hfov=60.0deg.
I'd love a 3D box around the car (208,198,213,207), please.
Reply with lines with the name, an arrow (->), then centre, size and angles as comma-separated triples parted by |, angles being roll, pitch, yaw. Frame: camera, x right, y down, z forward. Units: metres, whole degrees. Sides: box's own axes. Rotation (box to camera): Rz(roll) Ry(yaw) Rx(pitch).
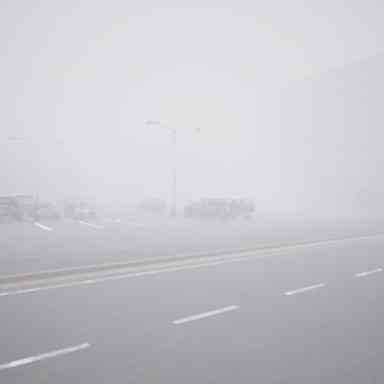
car -> 1.978, 1.951, 74.377 | 1.994, 1.385, 4.181 | 1, 0, -35

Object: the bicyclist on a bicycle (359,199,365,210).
bicyclist on a bicycle -> 24.906, 1.883, 48.701 | 1.656, 1.620, 0.582 | 0, 0, -35

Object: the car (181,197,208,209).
car -> 0.500, 1.990, 64.301 | 1.812, 1.442, 4.674 | 1, -1, -35

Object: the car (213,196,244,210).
car -> 6.663, 1.996, 61.731 | 2.128, 1.511, 4.902 | 1, 0, -35

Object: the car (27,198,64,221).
car -> -11.837, 1.481, 26.518 | 1.784, 1.438, 3.905 | 1, 0, -35

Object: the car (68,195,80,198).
car -> -21.252, 1.399, 59.704 | 1.905, 1.878, 3.866 | 1, 0, -35

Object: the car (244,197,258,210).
car -> 10.066, 2.088, 62.957 | 2.033, 1.411, 5.357 | 1, 0, -35

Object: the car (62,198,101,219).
car -> -9.468, 1.544, 28.181 | 1.970, 1.475, 3.806 | 1, 0, -35

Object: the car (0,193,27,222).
car -> -14.002, 1.241, 24.936 | 1.932, 1.855, 4.605 | 1, 0, -35

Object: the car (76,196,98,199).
car -> -13.428, 1.608, 43.854 | 1.970, 1.475, 3.806 | 1, 0, -35
